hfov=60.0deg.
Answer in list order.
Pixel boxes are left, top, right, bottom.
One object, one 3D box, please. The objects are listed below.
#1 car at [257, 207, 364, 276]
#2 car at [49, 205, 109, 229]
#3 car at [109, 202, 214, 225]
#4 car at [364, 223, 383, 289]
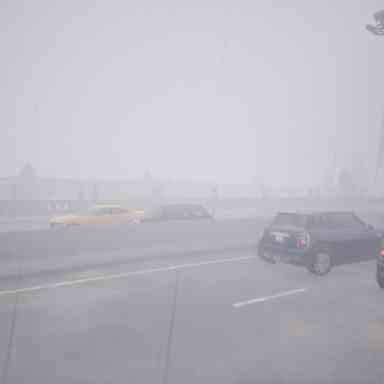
[{"bbox_3d":[4.280,1.306,10.317,4.553,1.767,2.097,0,0,-30],"label":"car"},{"bbox_3d":[-4.747,1.433,17.389,5.008,1.535,1.882,0,0,-31],"label":"car"},{"bbox_3d":[-1.185,1.306,15.432,4.553,1.767,2.097,0,0,-30],"label":"car"},{"bbox_3d":[6.290,1.308,7.453,4.553,1.767,2.097,0,0,-30],"label":"car"}]
